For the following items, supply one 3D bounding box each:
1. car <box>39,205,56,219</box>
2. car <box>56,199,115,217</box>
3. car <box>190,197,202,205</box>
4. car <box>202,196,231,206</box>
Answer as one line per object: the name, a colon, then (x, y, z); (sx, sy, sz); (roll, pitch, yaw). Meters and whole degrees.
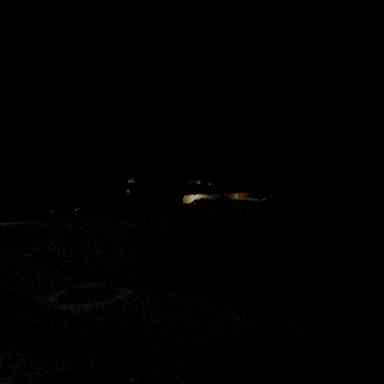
car: (-11.470, 1.650, 30.364); (2.128, 1.511, 4.902); (-1, 0, 33)
car: (-8.793, 1.460, 28.523); (2.097, 1.767, 4.553); (-1, 0, 33)
car: (1.484, 1.472, 50.296); (1.994, 1.385, 4.181); (-1, 0, 34)
car: (3.976, 1.354, 48.179); (2.128, 1.511, 4.902); (-1, 0, 33)
